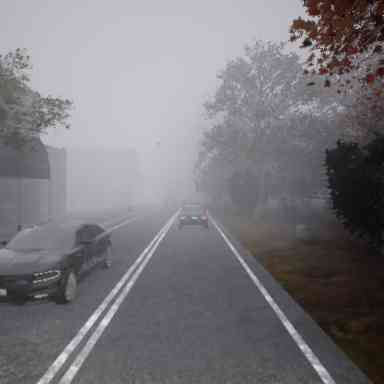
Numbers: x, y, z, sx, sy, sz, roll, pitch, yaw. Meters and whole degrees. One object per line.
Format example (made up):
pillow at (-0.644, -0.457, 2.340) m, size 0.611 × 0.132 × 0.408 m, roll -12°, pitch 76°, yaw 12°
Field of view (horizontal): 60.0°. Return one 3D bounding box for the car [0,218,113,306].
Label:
car at (-3.352, 1.479, 8.302) m, size 1.882 × 1.535 × 5.008 m, roll 0°, pitch 0°, yaw 0°

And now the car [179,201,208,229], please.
car at (0.097, 1.556, 21.774) m, size 2.033 × 1.411 × 5.357 m, roll 0°, pitch 0°, yaw 0°
